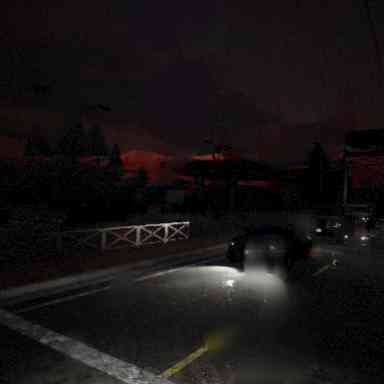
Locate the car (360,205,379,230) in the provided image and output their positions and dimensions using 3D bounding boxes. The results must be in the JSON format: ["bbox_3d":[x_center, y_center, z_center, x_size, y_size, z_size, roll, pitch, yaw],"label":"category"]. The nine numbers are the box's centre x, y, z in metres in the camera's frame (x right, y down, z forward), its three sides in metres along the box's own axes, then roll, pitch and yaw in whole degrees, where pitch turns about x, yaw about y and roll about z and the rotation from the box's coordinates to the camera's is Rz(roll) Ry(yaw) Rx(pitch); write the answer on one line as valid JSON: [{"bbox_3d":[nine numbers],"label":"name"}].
[{"bbox_3d":[14.423,2.104,28.806,2.150,2.045,5.566,2,-1,34],"label":"car"}]

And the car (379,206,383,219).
[{"bbox_3d":[25.164,2.753,42.331,2.150,2.045,5.566,2,-2,-1],"label":"car"}]

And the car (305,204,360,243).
[{"bbox_3d":[8.318,1.771,19.997,2.150,2.045,5.566,2,-1,34],"label":"car"}]

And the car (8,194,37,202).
[{"bbox_3d":[-33.180,1.184,65.127,2.007,1.523,4.514,2,-1,34],"label":"car"}]

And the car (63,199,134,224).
[{"bbox_3d":[-6.872,1.561,24.942,2.007,1.523,4.514,2,-1,34],"label":"car"}]

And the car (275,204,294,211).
[{"bbox_3d":[19.742,3.276,69.550,4.611,1.667,2.242,2,-1,34],"label":"car"}]

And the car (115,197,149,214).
[{"bbox_3d":[-6.966,1.515,37.125,1.932,1.855,4.605,2,-1,34],"label":"car"}]

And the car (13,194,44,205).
[{"bbox_3d":[-25.092,1.262,50.391,1.845,1.501,3.633,2,-1,34],"label":"car"}]

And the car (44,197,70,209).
[{"bbox_3d":[-16.861,1.461,44.727,2.007,1.523,4.514,2,-1,34],"label":"car"}]

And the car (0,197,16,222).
[{"bbox_3d":[-13.861,1.196,21.182,1.970,1.475,3.806,2,-1,34],"label":"car"}]

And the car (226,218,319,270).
[{"bbox_3d":[2.956,1.820,12.186,1.994,1.385,4.181,2,-1,34],"label":"car"}]

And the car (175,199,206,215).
[{"bbox_3d":[0.176,1.811,41.774,1.905,1.878,3.866,2,-1,34],"label":"car"}]

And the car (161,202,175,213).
[{"bbox_3d":[-2.236,2.040,44.148,1.970,1.475,3.806,2,-1,34],"label":"car"}]

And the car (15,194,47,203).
[{"bbox_3d":[-30.559,1.247,63.403,2.152,1.636,5.027,2,-1,34],"label":"car"}]
